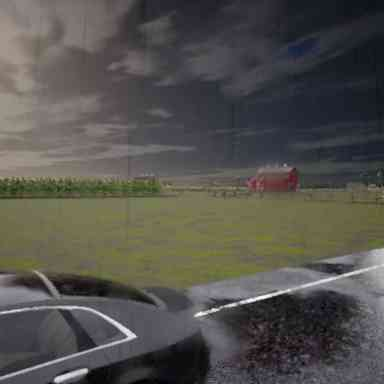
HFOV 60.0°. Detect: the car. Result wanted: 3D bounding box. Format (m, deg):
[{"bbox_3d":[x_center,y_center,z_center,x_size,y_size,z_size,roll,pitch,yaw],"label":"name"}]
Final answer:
[{"bbox_3d":[-2.096,1.506,2.486,4.892,1.490,1.837,0,0,-35],"label":"car"}]
